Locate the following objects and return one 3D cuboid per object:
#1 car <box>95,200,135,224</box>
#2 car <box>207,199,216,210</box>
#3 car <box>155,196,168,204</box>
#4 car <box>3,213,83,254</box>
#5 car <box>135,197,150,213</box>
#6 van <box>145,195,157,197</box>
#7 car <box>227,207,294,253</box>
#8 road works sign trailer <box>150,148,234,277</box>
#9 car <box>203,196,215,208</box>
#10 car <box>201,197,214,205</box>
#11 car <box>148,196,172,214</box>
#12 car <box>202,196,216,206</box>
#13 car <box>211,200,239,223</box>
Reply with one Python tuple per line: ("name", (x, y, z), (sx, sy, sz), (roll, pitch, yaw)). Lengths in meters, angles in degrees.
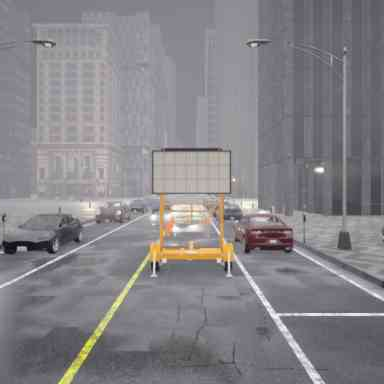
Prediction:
("car", (-5.791, 1.435, 24.758), (1.967, 1.590, 4.097), (0, 0, 0))
("car", (2.729, 1.558, 30.410), (1.947, 1.339, 4.313), (0, 0, 0))
("car", (-5.833, 1.512, 64.245), (2.008, 1.369, 4.403), (0, 0, 0))
("car", (-5.779, 1.564, 13.476), (1.947, 1.339, 4.313), (0, 0, 0))
("car", (-5.803, 1.554, 36.041), (1.947, 1.339, 4.313), (0, 0, 0))
("van", (-5.815, 1.320, 47.322), (1.690, 1.788, 3.998), (0, 0, 0))
("car", (2.747, 1.543, 13.488), (1.887, 1.381, 4.507), (0, 0, 0))
("road works sign trailer", (-0.010, 0.463, 10.221), (2.380, 3.560, 2.880), (0, 0, 0))
("car", (2.716, 1.509, 41.862), (1.752, 1.417, 4.829), (0, 0, 0))
("car", (2.699, 1.518, 58.615), (2.008, 1.369, 4.403), (0, 0, 0))
("car", (-3.134, 1.494, 35.082), (1.837, 1.490, 4.892), (0, 0, 0))
("car", (2.704, 1.414, 52.974), (1.967, 1.590, 4.097), (0, 0, 0))
("car", (2.735, 1.546, 24.770), (2.008, 1.369, 4.403), (0, 0, 0))
